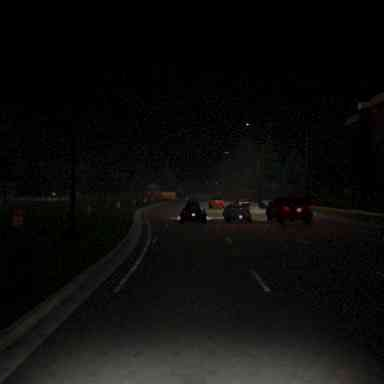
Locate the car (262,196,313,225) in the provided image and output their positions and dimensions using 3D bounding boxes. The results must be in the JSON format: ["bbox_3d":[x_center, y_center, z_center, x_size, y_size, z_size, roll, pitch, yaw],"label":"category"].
[{"bbox_3d":[7.107,1.314,24.732,2.150,2.045,5.566,0,0,0],"label":"car"}]

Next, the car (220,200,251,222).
[{"bbox_3d":[3.594,1.626,26.899,1.812,1.442,4.674,0,0,0],"label":"car"}]

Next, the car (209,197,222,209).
[{"bbox_3d":[3.601,1.537,49.178,2.097,1.767,4.553,0,0,0],"label":"car"}]

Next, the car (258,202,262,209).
[{"bbox_3d":[10.519,1.773,46.338,1.895,1.301,4.718,0,0,0],"label":"car"}]

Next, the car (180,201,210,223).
[{"bbox_3d":[0.108,1.663,26.430,1.994,1.385,4.181,0,0,0],"label":"car"}]

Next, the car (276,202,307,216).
[{"bbox_3d":[10.509,1.733,35.556,1.895,1.301,4.718,0,0,0],"label":"car"}]

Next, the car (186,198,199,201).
[{"bbox_3d":[0.104,1.665,50.216,1.882,1.535,5.008,0,0,0],"label":"car"}]
